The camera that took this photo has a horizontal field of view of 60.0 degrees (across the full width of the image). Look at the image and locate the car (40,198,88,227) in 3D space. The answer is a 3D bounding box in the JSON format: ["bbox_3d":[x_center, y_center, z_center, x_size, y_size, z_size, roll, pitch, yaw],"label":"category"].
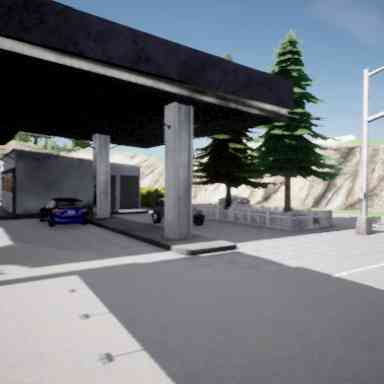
[{"bbox_3d":[-8.083,1.177,20.850,2.242,1.667,4.611,0,1,-33],"label":"car"}]

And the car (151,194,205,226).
[{"bbox_3d":[-0.969,1.058,20.327,1.905,1.878,3.866,0,1,-33],"label":"car"}]

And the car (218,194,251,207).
[{"bbox_3d":[4.838,0.962,38.306,1.994,1.385,4.181,0,1,-32],"label":"car"}]
